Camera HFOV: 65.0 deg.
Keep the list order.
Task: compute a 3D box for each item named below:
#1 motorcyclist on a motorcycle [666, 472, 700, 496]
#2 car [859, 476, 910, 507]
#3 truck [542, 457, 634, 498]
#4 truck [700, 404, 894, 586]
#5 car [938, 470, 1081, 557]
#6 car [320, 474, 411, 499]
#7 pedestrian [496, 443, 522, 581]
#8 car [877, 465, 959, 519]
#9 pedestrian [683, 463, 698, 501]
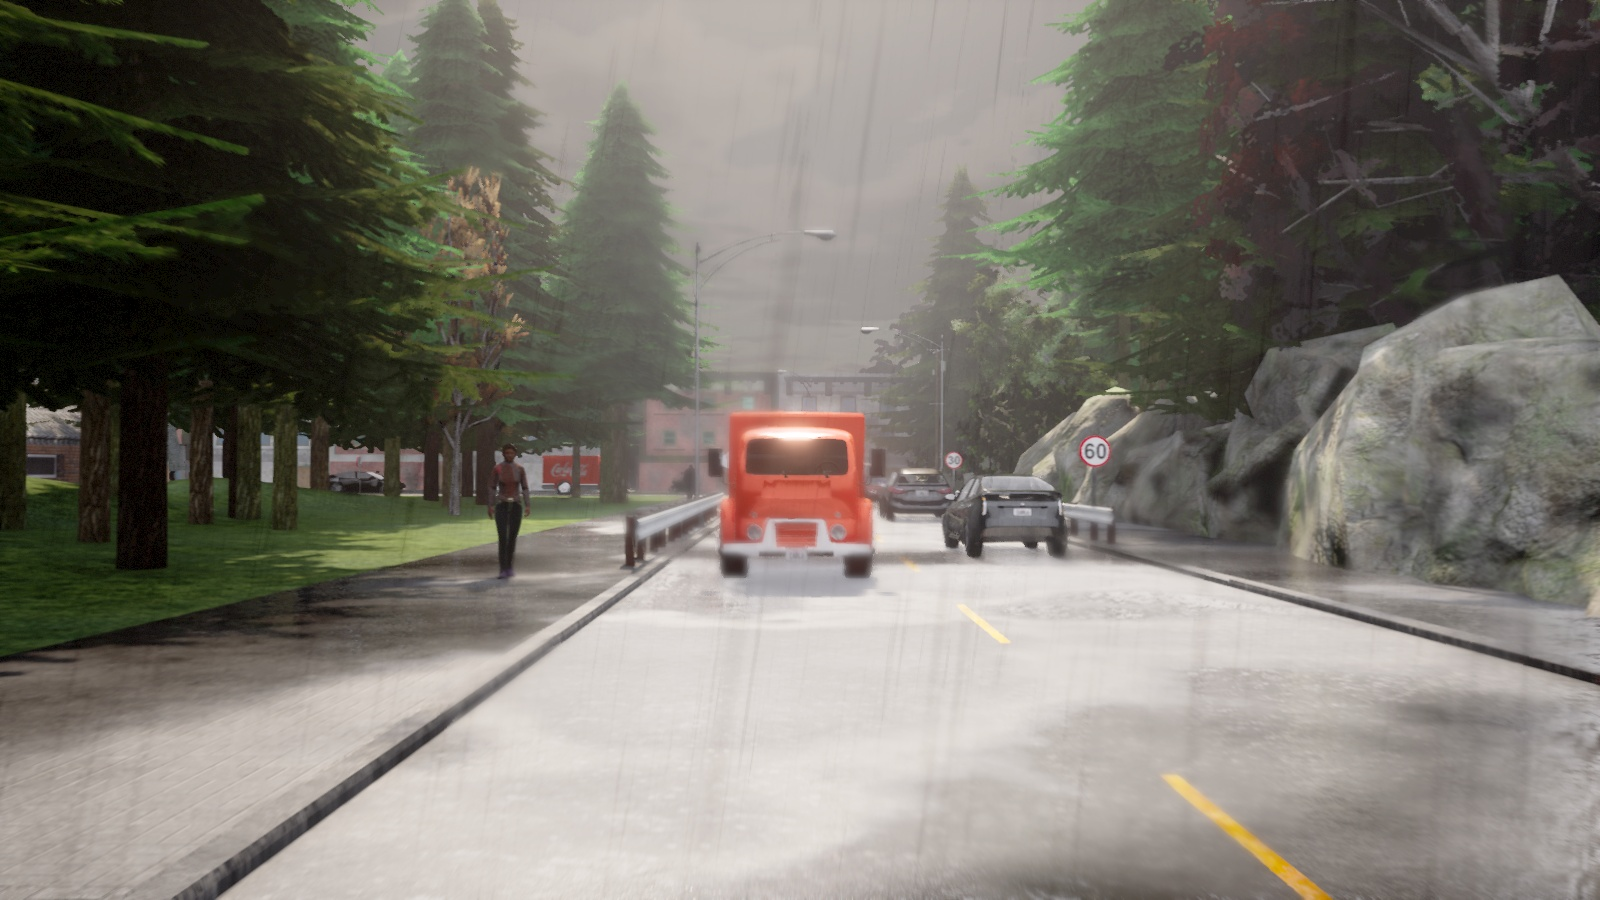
[{"bbox_3d":[-7.490,2.178,80.699,2.044,1.523,0.797,0,0,6],"label":"motorcyclist on a motorcycle"},{"bbox_3d":[3.732,1.840,56.148,1.895,1.301,4.718,0,-1,0],"label":"car"},{"bbox_3d":[-12.917,1.665,76.765,5.204,2.467,2.627,0,-1,0],"label":"truck"},{"bbox_3d":[-0.048,0.661,19.694,2.627,2.467,5.204,0,-1,0],"label":"truck"},{"bbox_3d":[3.936,1.154,24.394,2.007,1.525,4.514,0,-1,0],"label":"car"},{"bbox_3d":[-26.513,2.205,76.745,4.792,1.488,2.163,0,-1,0],"label":"car"},{"bbox_3d":[-3.923,0.823,16.929,0.328,1.805,0.869,0,-1,-14],"label":"pedestrian"},{"bbox_3d":[3.827,1.342,41.616,2.242,1.667,4.611,0,-1,0],"label":"car"},{"bbox_3d":[-5.358,1.575,61.505,0.634,1.844,0.899,0,-1,-1],"label":"pedestrian"}]
